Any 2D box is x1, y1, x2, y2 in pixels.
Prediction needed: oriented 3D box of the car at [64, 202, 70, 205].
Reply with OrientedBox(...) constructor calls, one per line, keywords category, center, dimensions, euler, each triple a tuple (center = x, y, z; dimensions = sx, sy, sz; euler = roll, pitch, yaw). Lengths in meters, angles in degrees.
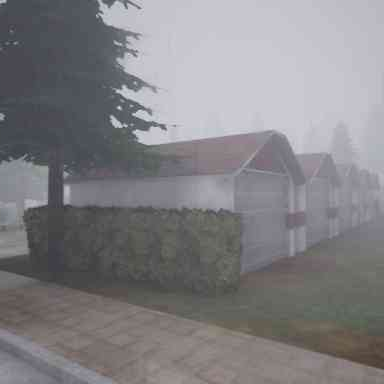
OrientedBox(category="car", center=(-8.659, 1.757, 24.887), dimensions=(2.150, 2.045, 5.566), euler=(-1, -1, 36))
